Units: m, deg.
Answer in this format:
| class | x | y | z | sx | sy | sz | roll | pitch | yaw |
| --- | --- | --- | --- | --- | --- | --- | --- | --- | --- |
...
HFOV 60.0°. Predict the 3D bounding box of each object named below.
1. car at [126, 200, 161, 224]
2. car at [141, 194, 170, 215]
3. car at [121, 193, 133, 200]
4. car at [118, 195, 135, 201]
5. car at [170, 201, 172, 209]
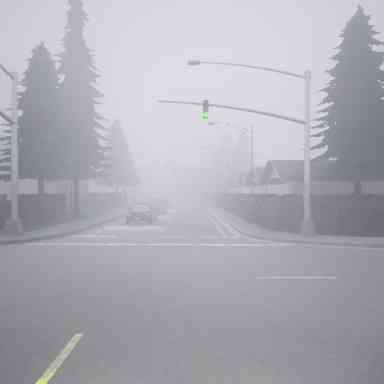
| class | x | y | z | sx | sy | sz | roll | pitch | yaw |
| --- | --- | --- | --- | --- | --- | --- | --- | --- | --- |
| car | -3.691 | 1.545 | 24.993 | 1.812 | 1.442 | 4.674 | 0 | 0 | 1 |
| car | -3.727 | 1.378 | 34.712 | 2.097 | 1.767 | 4.553 | 0 | 0 | 0 |
| car | -17.097 | 1.140 | 80.441 | 3.866 | 1.878 | 1.905 | 0 | 0 | -1 |
| car | -16.519 | 1.426 | 83.771 | 3.806 | 1.475 | 1.970 | 0 | 0 | -1 |
| car | -3.730 | 1.596 | 44.470 | 1.994 | 1.385 | 4.181 | 0 | 0 | 1 |
